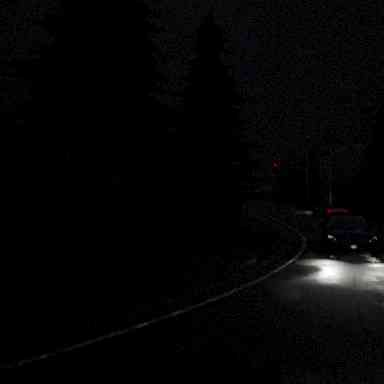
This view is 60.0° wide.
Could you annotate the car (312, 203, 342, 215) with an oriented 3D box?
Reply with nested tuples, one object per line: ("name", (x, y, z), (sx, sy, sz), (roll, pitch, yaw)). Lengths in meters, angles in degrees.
("car", (12.524, 1.625, 30.576), (1.895, 1.301, 4.718), (0, 0, 5))

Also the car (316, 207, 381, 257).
("car", (6.095, 1.536, 13.209), (1.812, 1.442, 4.674), (0, 0, 19))
